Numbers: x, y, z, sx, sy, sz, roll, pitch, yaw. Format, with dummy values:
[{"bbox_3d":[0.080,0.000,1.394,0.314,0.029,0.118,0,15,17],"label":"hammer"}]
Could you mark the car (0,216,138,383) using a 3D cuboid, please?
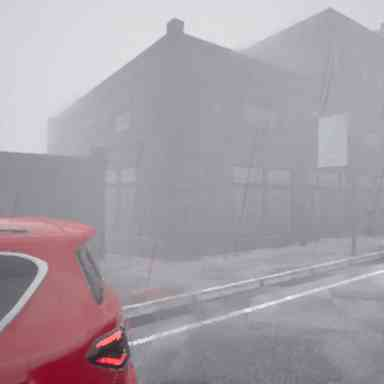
[{"bbox_3d":[-3.000,1.223,1.546,5.566,2.045,2.150,0,0,-36],"label":"car"}]
